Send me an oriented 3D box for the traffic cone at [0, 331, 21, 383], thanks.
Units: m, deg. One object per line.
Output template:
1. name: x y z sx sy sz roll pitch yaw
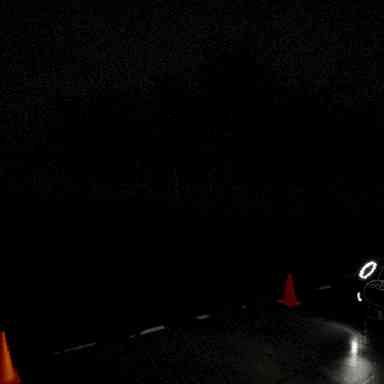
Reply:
1. traffic cone: -2.245 1.945 3.942 0.340 0.580 0.340 0 0 -35

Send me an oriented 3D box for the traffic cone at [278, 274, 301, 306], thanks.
1. traffic cone: 1.991 1.962 6.783 0.340 0.580 0.340 0 0 -33

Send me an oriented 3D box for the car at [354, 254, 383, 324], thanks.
1. car: 5.070 1.374 6.116 4.553 1.767 2.097 0 0 -32
